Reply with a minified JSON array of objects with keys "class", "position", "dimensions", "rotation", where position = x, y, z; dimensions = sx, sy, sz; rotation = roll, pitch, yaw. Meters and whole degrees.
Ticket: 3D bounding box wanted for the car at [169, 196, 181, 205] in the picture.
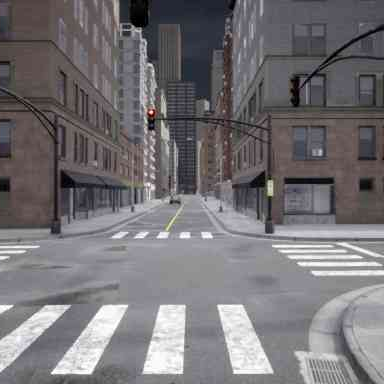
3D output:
[{"class":"car","position":[-2.989,1.458,59.635],"dimensions":[1.882,1.535,5.008],"rotation":[0,0,0]}]
